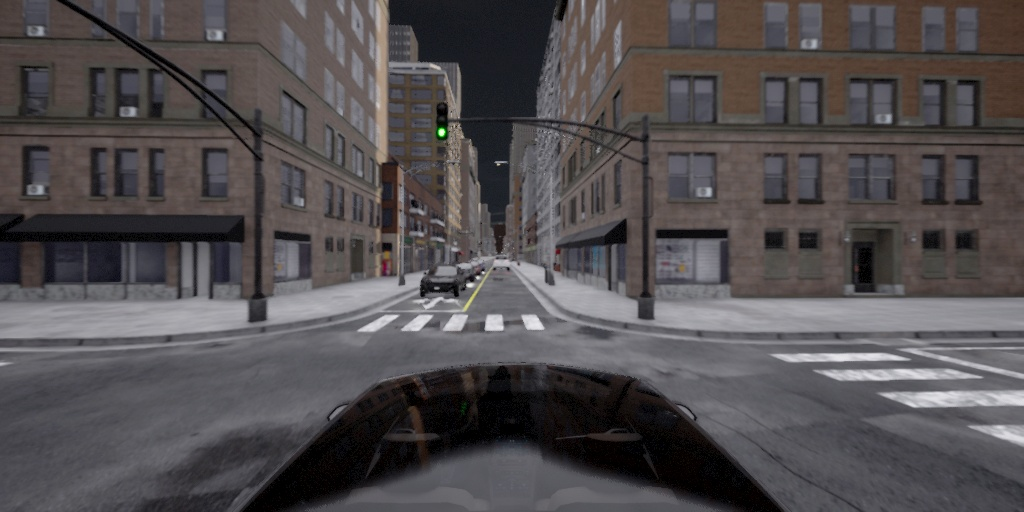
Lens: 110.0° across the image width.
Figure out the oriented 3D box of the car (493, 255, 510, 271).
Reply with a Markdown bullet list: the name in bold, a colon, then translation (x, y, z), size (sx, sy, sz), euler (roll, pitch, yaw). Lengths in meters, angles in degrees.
- **car**: translation (-1.407, 0.897, 48.124), size (2.150, 2.045, 5.566), euler (0, 0, -2)

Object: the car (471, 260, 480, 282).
- **car**: translation (-3.789, 1.230, 28.259), size (1.812, 1.442, 4.674), euler (0, 0, -2)

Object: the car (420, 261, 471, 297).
- **car**: translation (-3.506, 1.199, 18.932), size (1.882, 1.535, 5.008), euler (0, 0, -1)

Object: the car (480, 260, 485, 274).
- **car**: translation (-4.062, 1.216, 36.654), size (1.812, 1.442, 4.674), euler (0, 0, -1)
